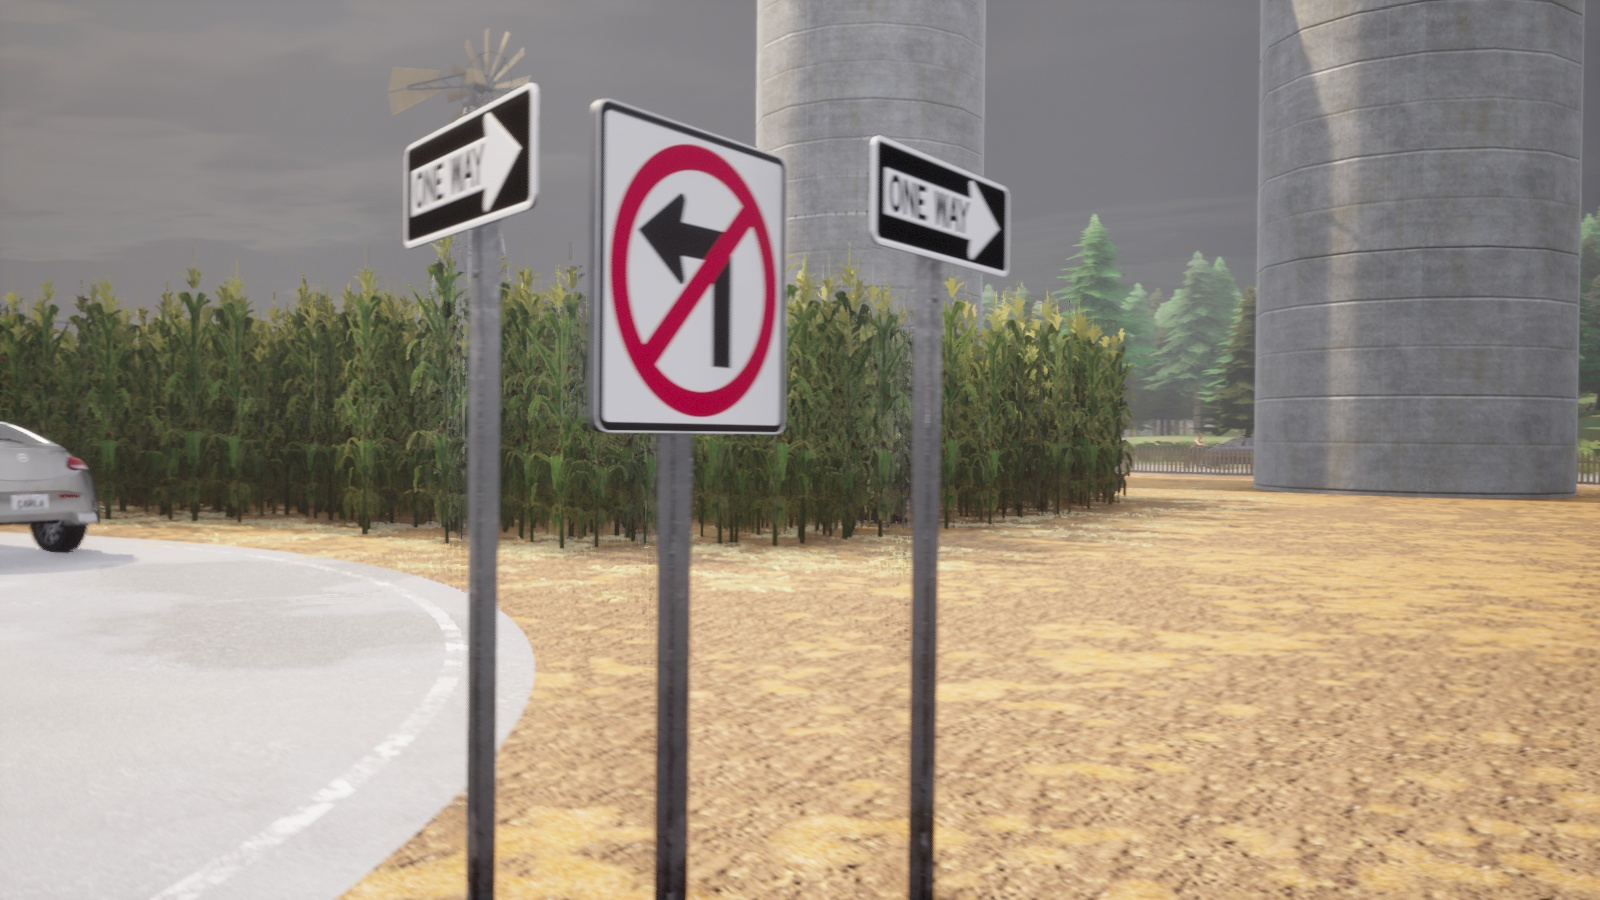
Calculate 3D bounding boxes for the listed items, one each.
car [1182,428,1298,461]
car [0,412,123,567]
[{"bbox_3d":[20.949,-0.275,59.859,4.792,1.488,2.163,0,1,34],"label":"car"},{"bbox_3d":[-10.616,0.419,14.840,5.027,1.651,2.152,0,1,28],"label":"car"}]
